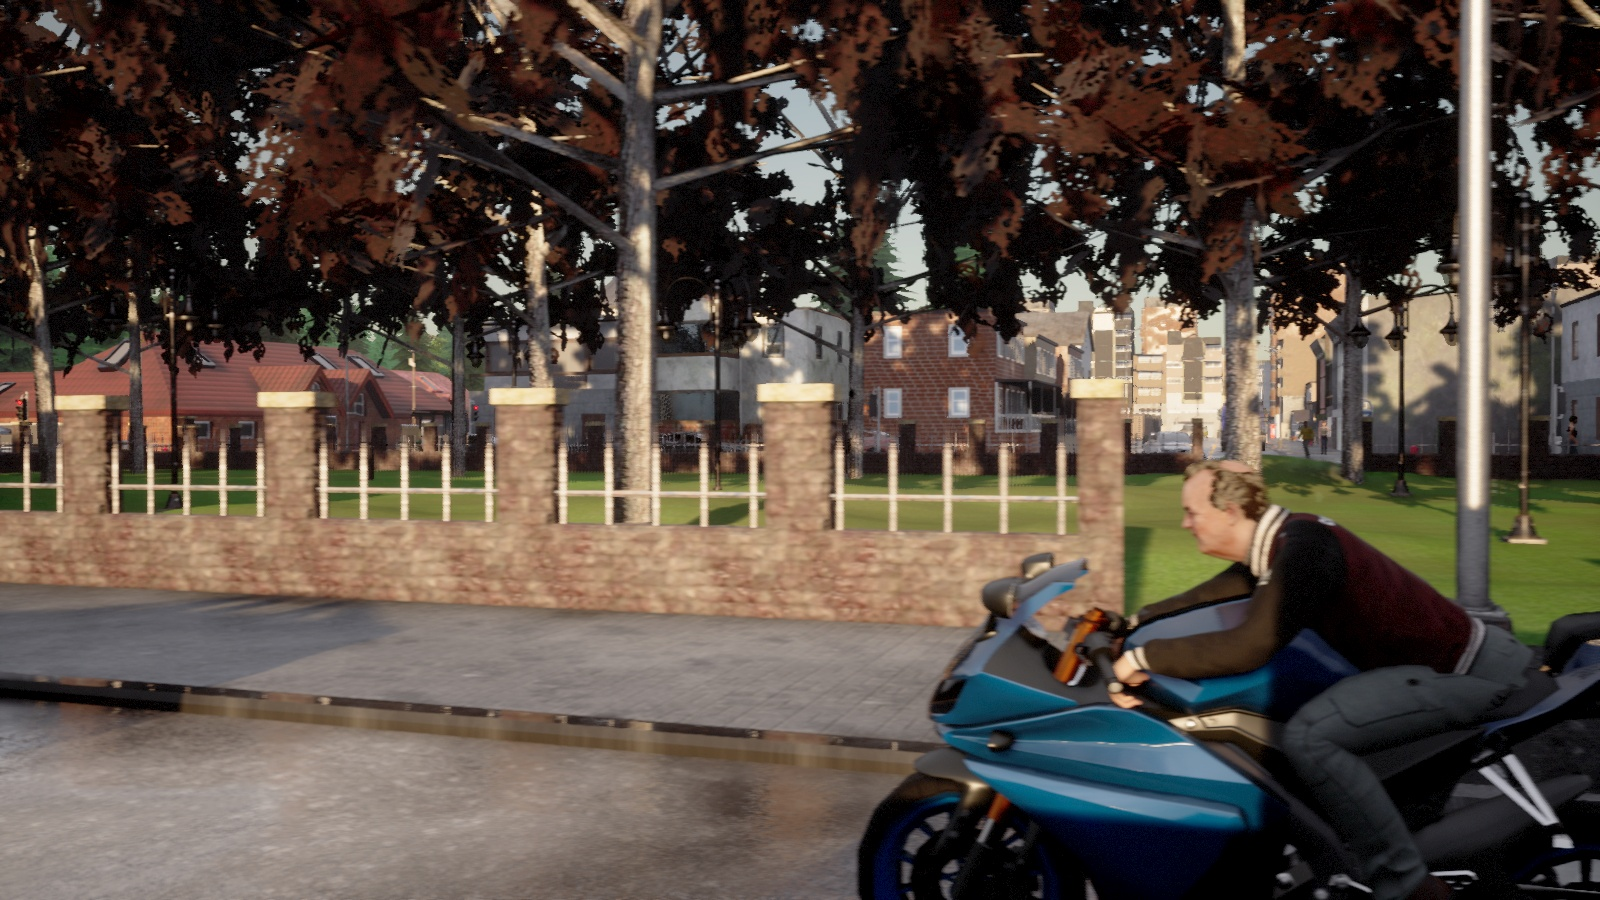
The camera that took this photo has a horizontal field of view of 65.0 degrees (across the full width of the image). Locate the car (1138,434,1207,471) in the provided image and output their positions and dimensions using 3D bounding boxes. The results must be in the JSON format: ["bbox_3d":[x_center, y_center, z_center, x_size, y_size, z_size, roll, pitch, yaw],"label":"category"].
[{"bbox_3d":[15.485,0.071,52.454,1.812,1.442,4.674,0,1,4],"label":"car"}]

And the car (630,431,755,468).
[{"bbox_3d":[-4.523,-0.033,52.946,4.892,1.490,1.837,0,1,16],"label":"car"}]

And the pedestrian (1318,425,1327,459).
[{"bbox_3d":[28.231,-0.444,67.830,0.345,1.836,0.594,1,1,28],"label":"pedestrian"}]

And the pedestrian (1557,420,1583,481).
[{"bbox_3d":[23.307,0.015,38.009,0.594,1.836,0.345,1,1,18],"label":"pedestrian"}]

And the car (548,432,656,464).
[{"bbox_3d":[-9.274,-0.125,58.852,4.674,1.442,1.812,1,1,19],"label":"car"}]

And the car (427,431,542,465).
[{"bbox_3d":[-14.099,-0.100,56.137,4.674,1.442,1.812,0,1,15],"label":"car"}]

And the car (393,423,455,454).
[{"bbox_3d":[-23.855,-0.746,79.857,1.905,1.878,3.866,1,1,19],"label":"car"}]

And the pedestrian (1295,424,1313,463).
[{"bbox_3d":[23.649,-0.318,58.917,0.709,1.840,0.431,0,1,-36],"label":"pedestrian"}]

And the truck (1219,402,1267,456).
[{"bbox_3d":[30.008,-1.408,85.244,2.891,3.462,7.936,1,1,19],"label":"truck"}]

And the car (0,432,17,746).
[{"bbox_3d":[-6.489,0.664,5.903,4.902,1.511,2.128,1,1,19],"label":"car"}]

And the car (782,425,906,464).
[{"bbox_3d":[1.936,-0.269,55.018,5.027,1.651,2.152,1,1,19],"label":"car"}]

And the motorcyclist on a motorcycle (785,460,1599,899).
[{"bbox_3d":[1.138,0.812,3.338,2.191,1.530,0.866,1,1,19],"label":"motorcyclist on a motorcycle"}]
